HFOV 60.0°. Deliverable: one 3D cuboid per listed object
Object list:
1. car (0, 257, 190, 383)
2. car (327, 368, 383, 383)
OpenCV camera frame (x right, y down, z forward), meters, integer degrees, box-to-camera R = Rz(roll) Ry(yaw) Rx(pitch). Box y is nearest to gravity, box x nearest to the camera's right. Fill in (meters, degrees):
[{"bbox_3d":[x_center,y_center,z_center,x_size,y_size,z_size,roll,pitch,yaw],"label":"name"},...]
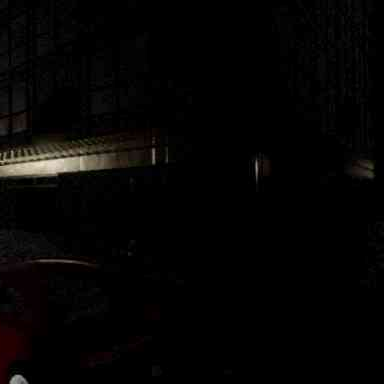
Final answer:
[{"bbox_3d":[-2.124,1.572,4.490,4.507,1.381,1.887,0,-1,36],"label":"car"},{"bbox_3d":[2.467,1.557,1.206,4.313,1.339,1.947,0,-1,36],"label":"car"}]
